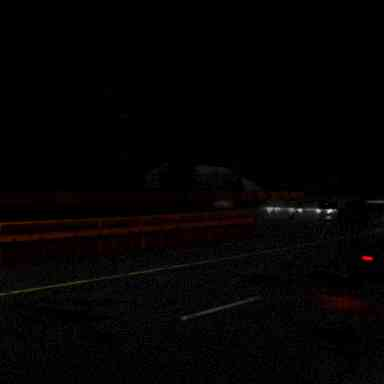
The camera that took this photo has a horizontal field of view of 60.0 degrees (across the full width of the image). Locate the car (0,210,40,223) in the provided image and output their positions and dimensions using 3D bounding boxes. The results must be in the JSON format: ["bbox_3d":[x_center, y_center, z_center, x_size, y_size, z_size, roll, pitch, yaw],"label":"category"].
[{"bbox_3d":[-9.180,1.536,14.736,4.674,1.442,1.812,0,0,-36],"label":"car"}]

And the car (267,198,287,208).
[{"bbox_3d":[13.343,1.593,50.275,2.033,1.411,5.357,0,0,39],"label":"car"}]

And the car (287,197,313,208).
[{"bbox_3d":[15.956,1.522,48.006,1.882,1.535,5.008,0,0,39],"label":"car"}]

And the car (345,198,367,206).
[{"bbox_3d":[21.807,1.520,44.126,1.882,1.535,5.008,0,0,39],"label":"car"}]

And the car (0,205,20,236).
[{"bbox_3d":[-11.778,1.504,17.180,4.902,1.511,2.128,0,0,-36],"label":"car"}]

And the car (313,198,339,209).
[{"bbox_3d":[18.900,1.548,46.097,1.837,1.490,4.892,0,0,39],"label":"car"}]

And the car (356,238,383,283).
[{"bbox_3d":[6.238,1.557,8.544,5.357,1.411,2.033,0,0,-39],"label":"car"}]
